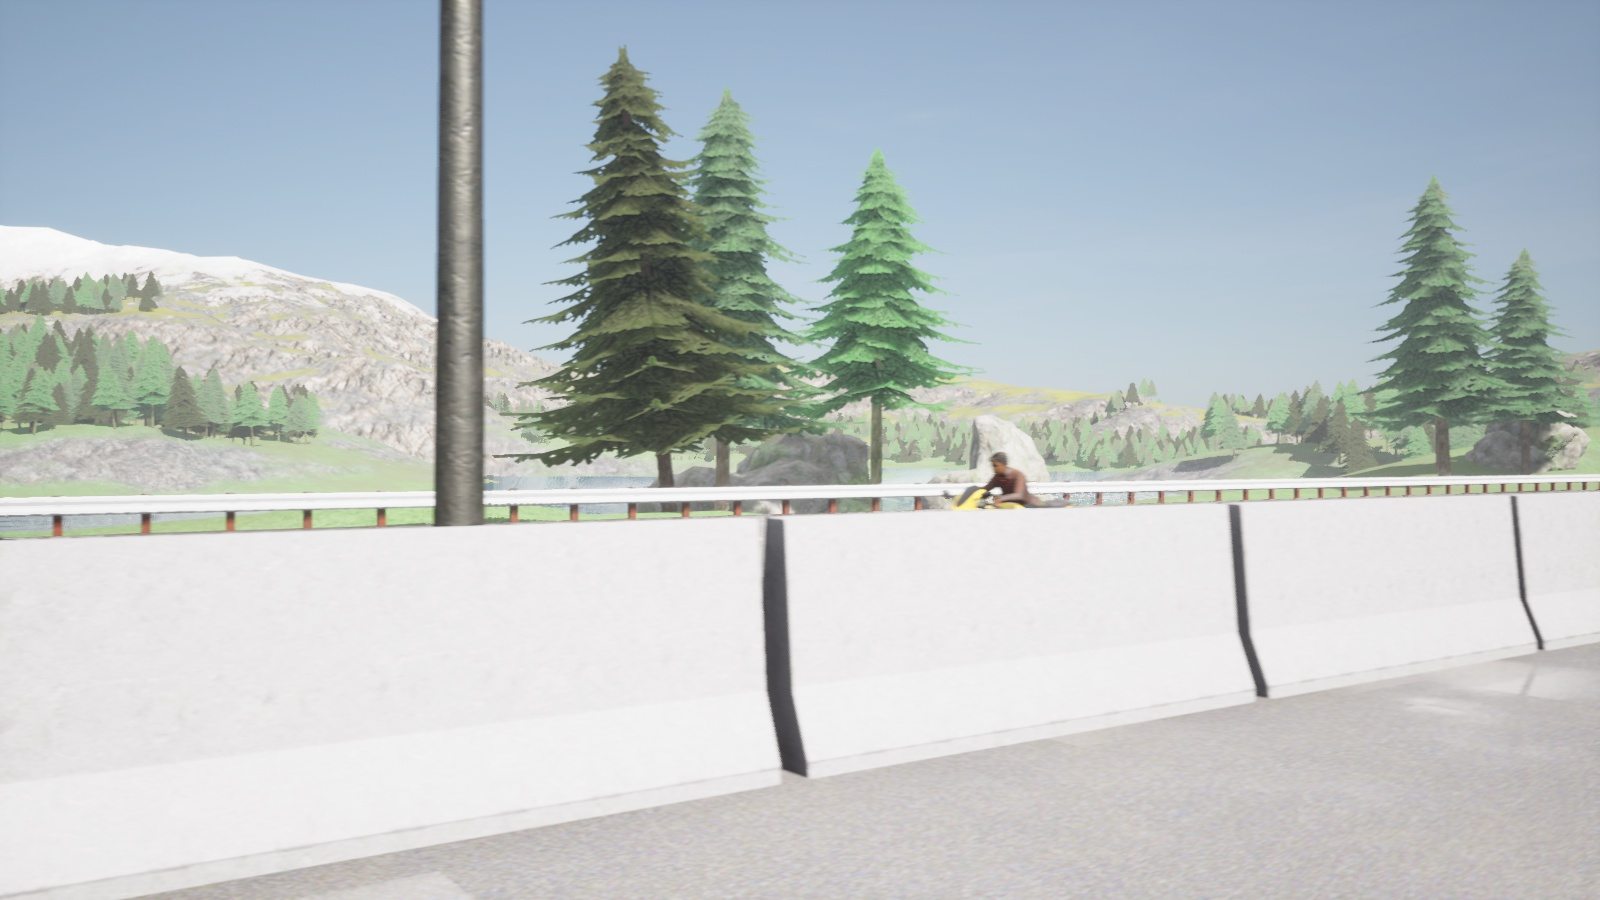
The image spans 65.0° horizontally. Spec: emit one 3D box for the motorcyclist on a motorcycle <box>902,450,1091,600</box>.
[{"bbox_3d":[2.155,0.767,13.671,2.044,1.523,0.797,1,-1,-35],"label":"motorcyclist on a motorcycle"}]
